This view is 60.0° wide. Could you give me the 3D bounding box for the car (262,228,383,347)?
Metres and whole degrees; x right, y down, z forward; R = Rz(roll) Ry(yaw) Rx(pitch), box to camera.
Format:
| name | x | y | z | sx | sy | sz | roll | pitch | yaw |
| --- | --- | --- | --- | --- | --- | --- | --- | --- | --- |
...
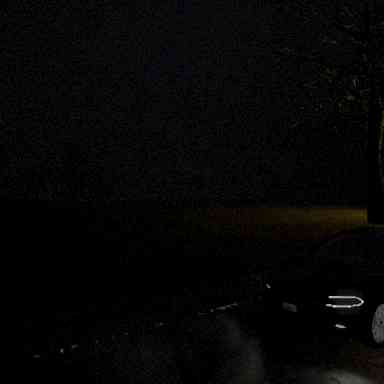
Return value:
| name | x | y | z | sx | sy | sz | roll | pitch | yaw |
| --- | --- | --- | --- | --- | --- | --- | --- | --- | --- |
| car | 3.519 | 1.476 | 6.482 | 5.008 | 1.535 | 1.882 | 0 | 0 | -35 |
